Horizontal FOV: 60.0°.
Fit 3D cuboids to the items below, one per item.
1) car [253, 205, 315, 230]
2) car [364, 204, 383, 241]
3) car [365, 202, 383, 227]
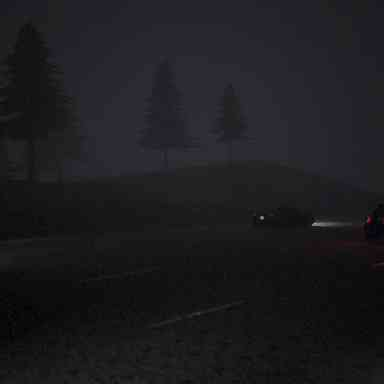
[{"bbox_3d":[5.756,1.478,20.737,4.181,1.385,1.994,0,0,-35],"label":"car"},{"bbox_3d":[9.819,1.267,15.036,4.553,1.767,2.097,0,0,-35],"label":"car"},{"bbox_3d":[13.600,1.403,22.029,4.674,1.442,1.812,0,0,-35],"label":"car"}]
